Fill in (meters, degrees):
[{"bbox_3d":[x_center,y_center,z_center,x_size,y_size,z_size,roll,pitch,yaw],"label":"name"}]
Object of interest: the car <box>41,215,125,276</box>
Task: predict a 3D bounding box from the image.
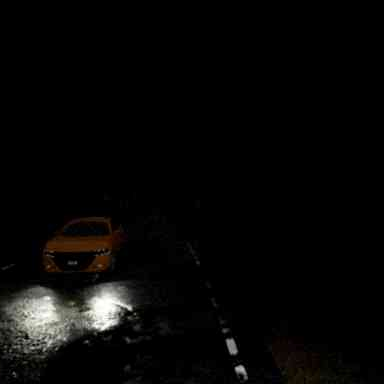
[{"bbox_3d":[-3.339,1.576,11.010,1.882,1.535,5.008,0,-1,-7],"label":"car"}]
